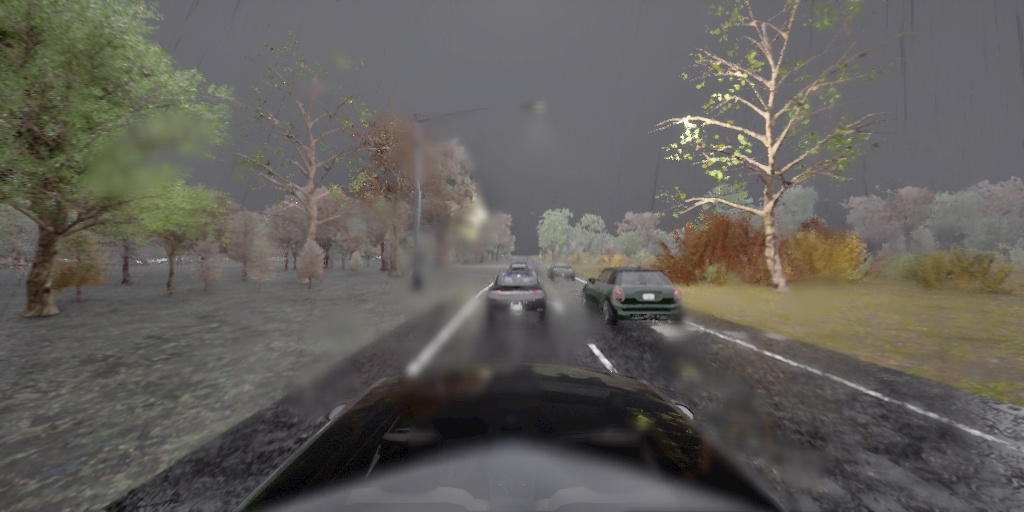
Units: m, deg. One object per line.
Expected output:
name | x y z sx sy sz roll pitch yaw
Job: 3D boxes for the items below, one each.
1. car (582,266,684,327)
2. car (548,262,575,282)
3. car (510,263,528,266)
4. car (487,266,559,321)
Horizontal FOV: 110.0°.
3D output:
car | 3.685 1.116 11.717 2.097 1.767 4.553 0 0 1
car | 4.089 1.277 29.987 2.128 1.511 4.902 0 0 2
car | 0.595 1.291 30.213 1.837 1.490 4.892 0 0 2
car | 0.192 1.255 12.448 2.128 1.511 4.902 0 0 1
